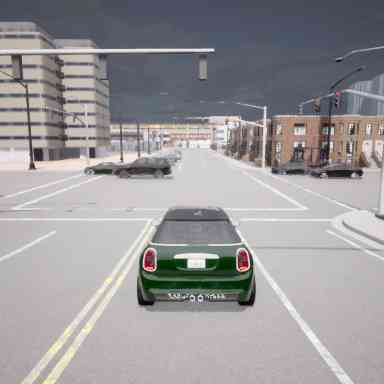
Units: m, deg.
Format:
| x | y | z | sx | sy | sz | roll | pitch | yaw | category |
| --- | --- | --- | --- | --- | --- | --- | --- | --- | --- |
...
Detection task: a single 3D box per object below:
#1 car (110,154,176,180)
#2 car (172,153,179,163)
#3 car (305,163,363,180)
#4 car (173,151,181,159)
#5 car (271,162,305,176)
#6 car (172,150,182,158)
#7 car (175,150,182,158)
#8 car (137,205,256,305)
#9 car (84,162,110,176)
| x | y | z | sx | sy | sz | roll | pitch | yaw | category |
| --- | --- | --- | --- | --- | --- | --- | --- | --- | --- |
| -4.674 | -2.333 | 32.380 | 5.566 | 2.045 | 2.150 | 0 | 9 | 0 | car |
| -3.550 | -4.527 | 48.883 | 2.128 | 1.511 | 4.902 | 0 | 9 | 1 | car |
| 13.990 | -2.042 | 32.327 | 4.892 | 1.490 | 1.837 | 0 | 8 | -1 | car |
| -3.505 | -5.937 | 58.220 | 1.882 | 1.535 | 5.008 | 0 | 9 | 0 | car |
| 10.705 | -2.504 | 35.821 | 4.181 | 1.385 | 1.994 | 0 | 9 | 1 | car |
| -3.400 | -8.952 | 77.564 | 2.097 | 1.767 | 4.553 | 0 | 9 | 0 | car |
| -3.424 | -7.278 | 67.515 | 1.812 | 1.442 | 4.674 | 0 | 9 | 1 | car |
| 0.085 | 1.073 | 7.685 | 2.097 | 1.767 | 4.553 | 0 | 4 | 0 | car |
| -9.440 | -2.514 | 35.913 | 4.181 | 1.385 | 1.994 | 0 | 9 | 0 | car |
